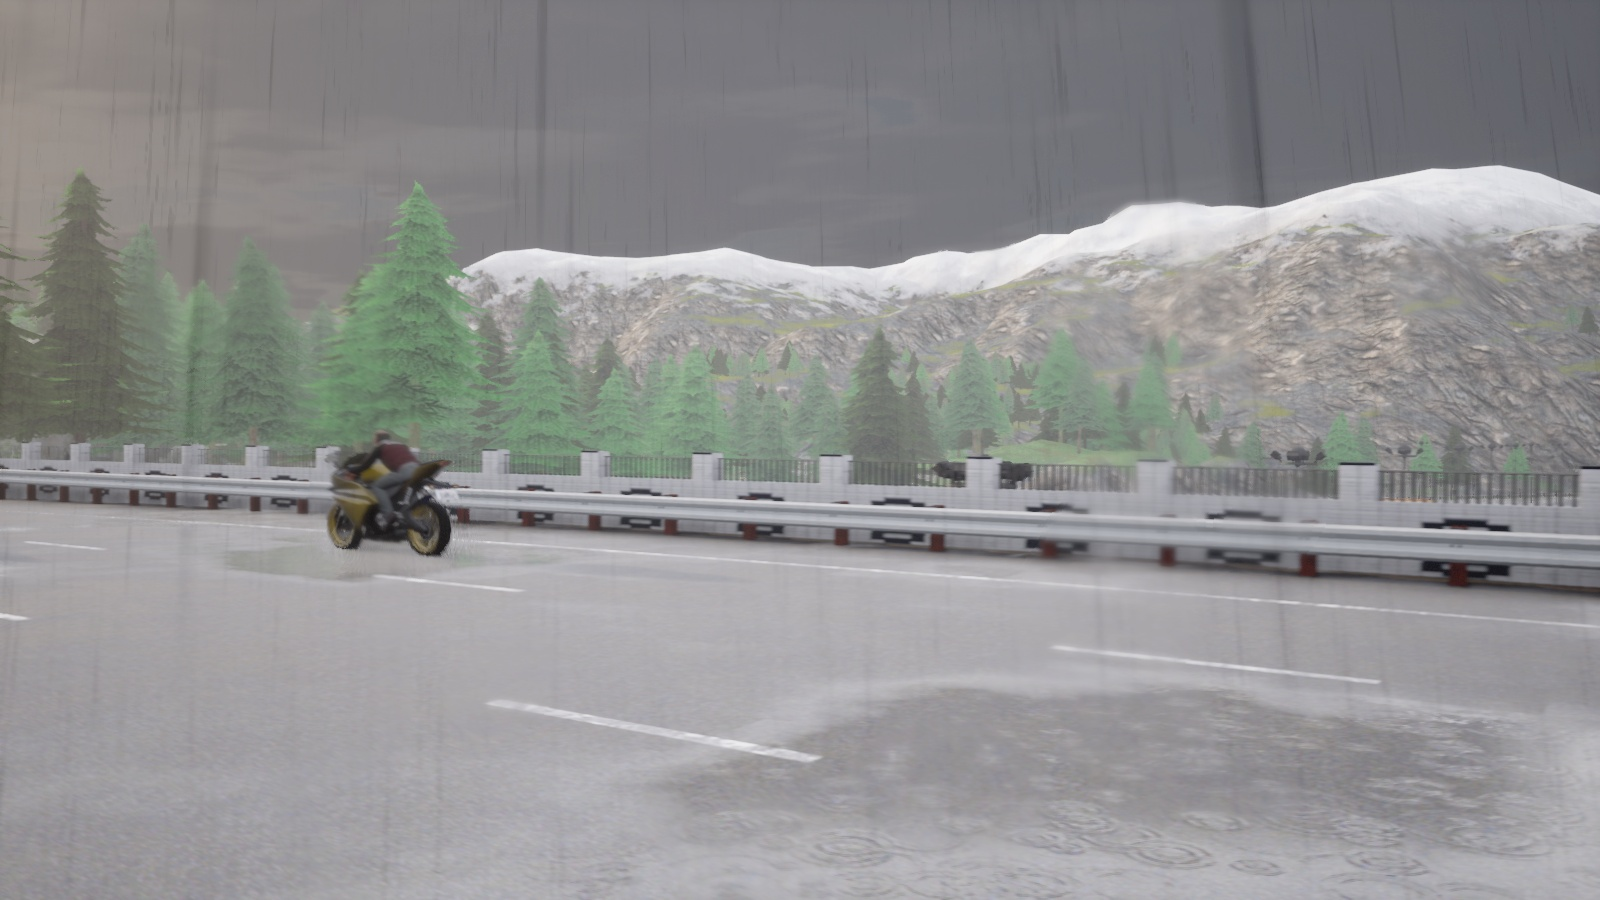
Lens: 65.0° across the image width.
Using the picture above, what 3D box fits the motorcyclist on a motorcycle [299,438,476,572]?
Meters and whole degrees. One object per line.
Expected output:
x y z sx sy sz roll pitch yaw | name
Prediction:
-5.071 0.636 15.397 2.191 1.530 0.866 -1 1 34 | motorcyclist on a motorcycle
